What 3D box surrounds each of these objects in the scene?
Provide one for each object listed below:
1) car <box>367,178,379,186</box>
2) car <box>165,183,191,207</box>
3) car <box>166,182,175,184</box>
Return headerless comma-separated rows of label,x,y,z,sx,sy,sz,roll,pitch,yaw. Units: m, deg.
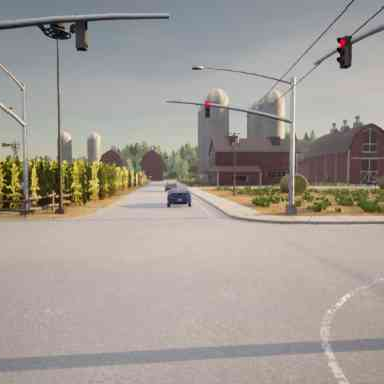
car,42.351,-2.351,77.562,1.905,1.878,3.866,10,10,41
car,-1.118,0.339,27.632,1.882,1.535,5.008,0,3,-5
car,-3.353,-0.826,52.862,2.128,1.511,4.902,0,3,-5
